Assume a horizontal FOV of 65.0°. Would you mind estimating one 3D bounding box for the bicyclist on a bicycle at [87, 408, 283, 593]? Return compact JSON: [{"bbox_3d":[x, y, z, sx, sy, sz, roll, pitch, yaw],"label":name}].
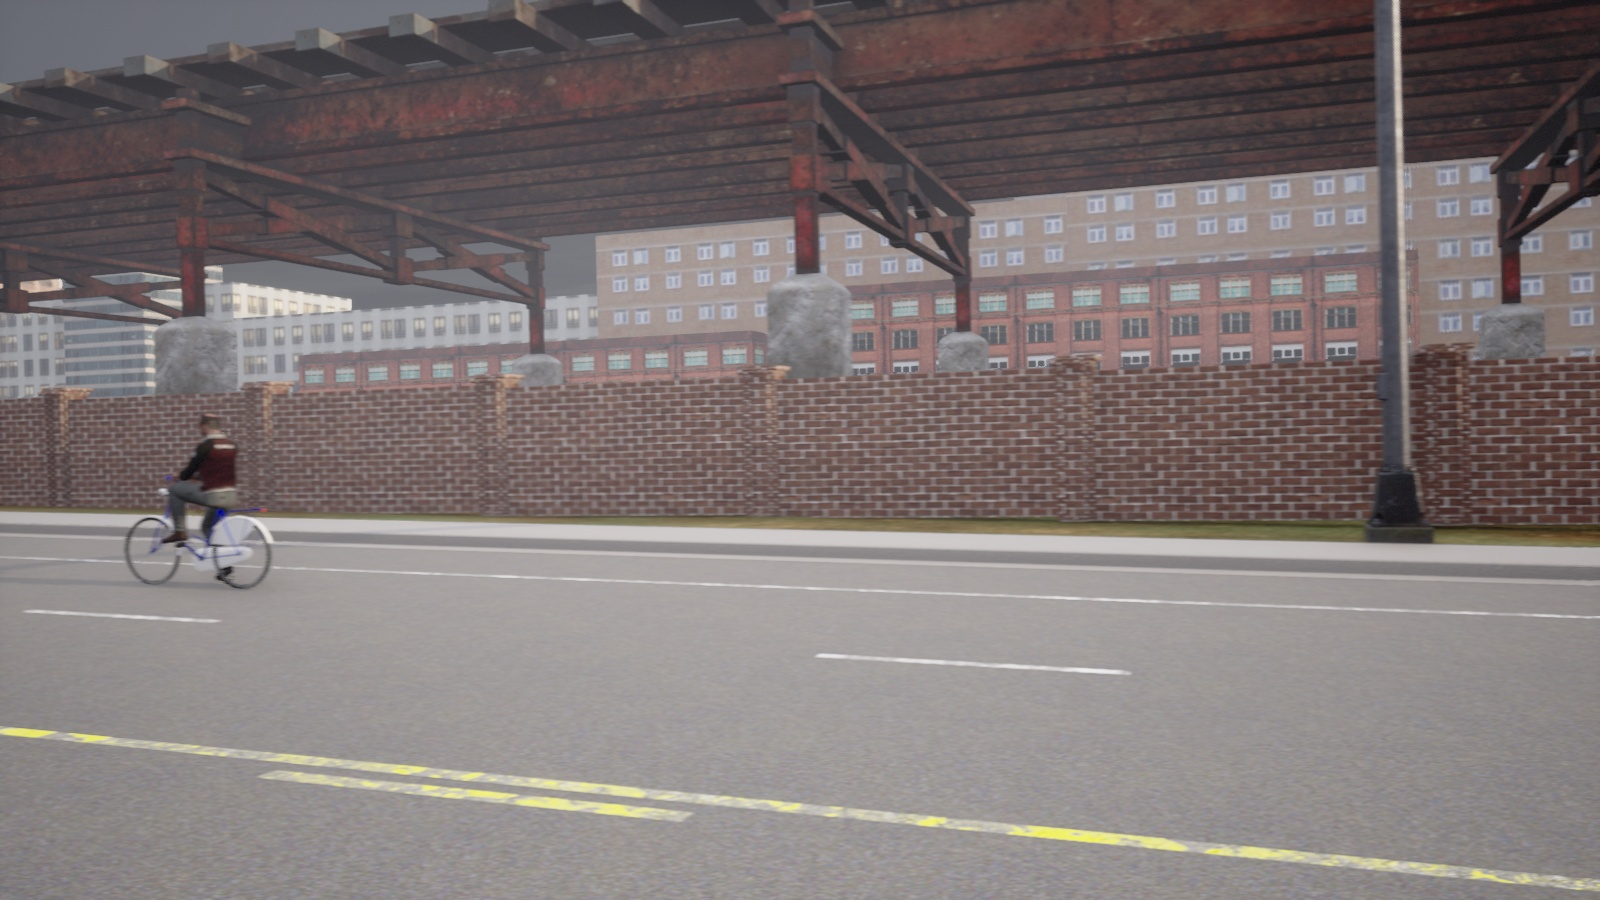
[{"bbox_3d":[-6.199,0.472,12.662,1.843,1.776,0.659,1,1,19],"label":"bicyclist on a bicycle"}]
